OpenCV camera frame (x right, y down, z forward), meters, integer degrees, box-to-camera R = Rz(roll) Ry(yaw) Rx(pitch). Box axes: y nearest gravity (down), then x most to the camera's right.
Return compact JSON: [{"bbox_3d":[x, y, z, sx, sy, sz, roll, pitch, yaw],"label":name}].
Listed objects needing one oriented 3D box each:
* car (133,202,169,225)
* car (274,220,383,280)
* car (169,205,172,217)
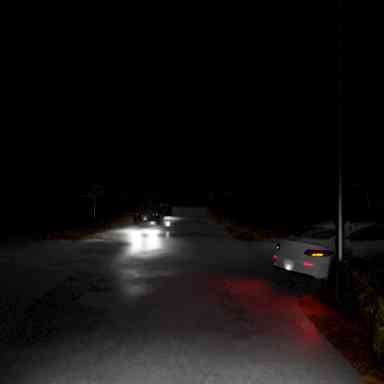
[{"bbox_3d":[-3.150,1.560,24.821,2.128,1.511,4.902,0,-1,0],"label":"car"},{"bbox_3d":[4.257,1.447,8.572,4.674,1.442,1.812,0,-1,-27],"label":"car"},{"bbox_3d":[-3.118,1.786,35.085,1.812,1.442,4.674,0,-1,0],"label":"car"}]
